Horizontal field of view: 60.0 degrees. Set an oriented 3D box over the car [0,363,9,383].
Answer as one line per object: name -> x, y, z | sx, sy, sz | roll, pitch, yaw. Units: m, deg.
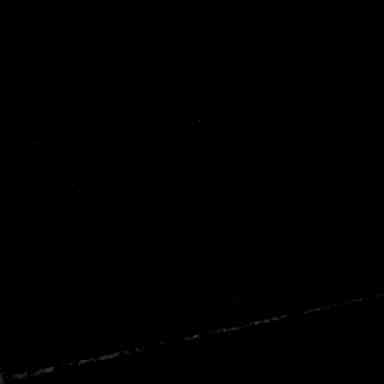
car -> -3.281, 1.352, 1.362 | 4.553, 1.767, 2.097 | 0, 0, -27
